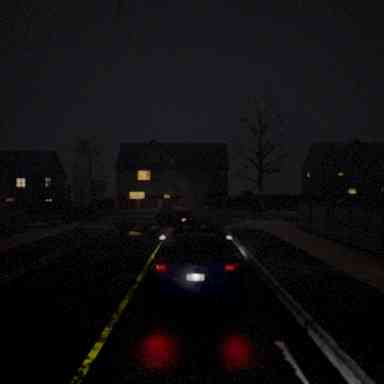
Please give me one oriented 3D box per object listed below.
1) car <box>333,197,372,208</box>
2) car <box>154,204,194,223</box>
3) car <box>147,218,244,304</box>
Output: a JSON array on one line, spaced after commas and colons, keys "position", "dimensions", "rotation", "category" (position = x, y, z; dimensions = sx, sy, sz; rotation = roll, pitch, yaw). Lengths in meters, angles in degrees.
[{"position": [13.119, 1.188, 28.579], "dimensions": [4.674, 1.442, 1.812], "rotation": [-1, 1, 0], "category": "car"}, {"position": [-1.251, 1.554, 23.132], "dimensions": [1.812, 1.442, 4.674], "rotation": [0, 0, -19], "category": "car"}, {"position": [0.094, 1.572, 8.244], "dimensions": [1.994, 1.385, 4.181], "rotation": [0, 0, 1], "category": "car"}]
